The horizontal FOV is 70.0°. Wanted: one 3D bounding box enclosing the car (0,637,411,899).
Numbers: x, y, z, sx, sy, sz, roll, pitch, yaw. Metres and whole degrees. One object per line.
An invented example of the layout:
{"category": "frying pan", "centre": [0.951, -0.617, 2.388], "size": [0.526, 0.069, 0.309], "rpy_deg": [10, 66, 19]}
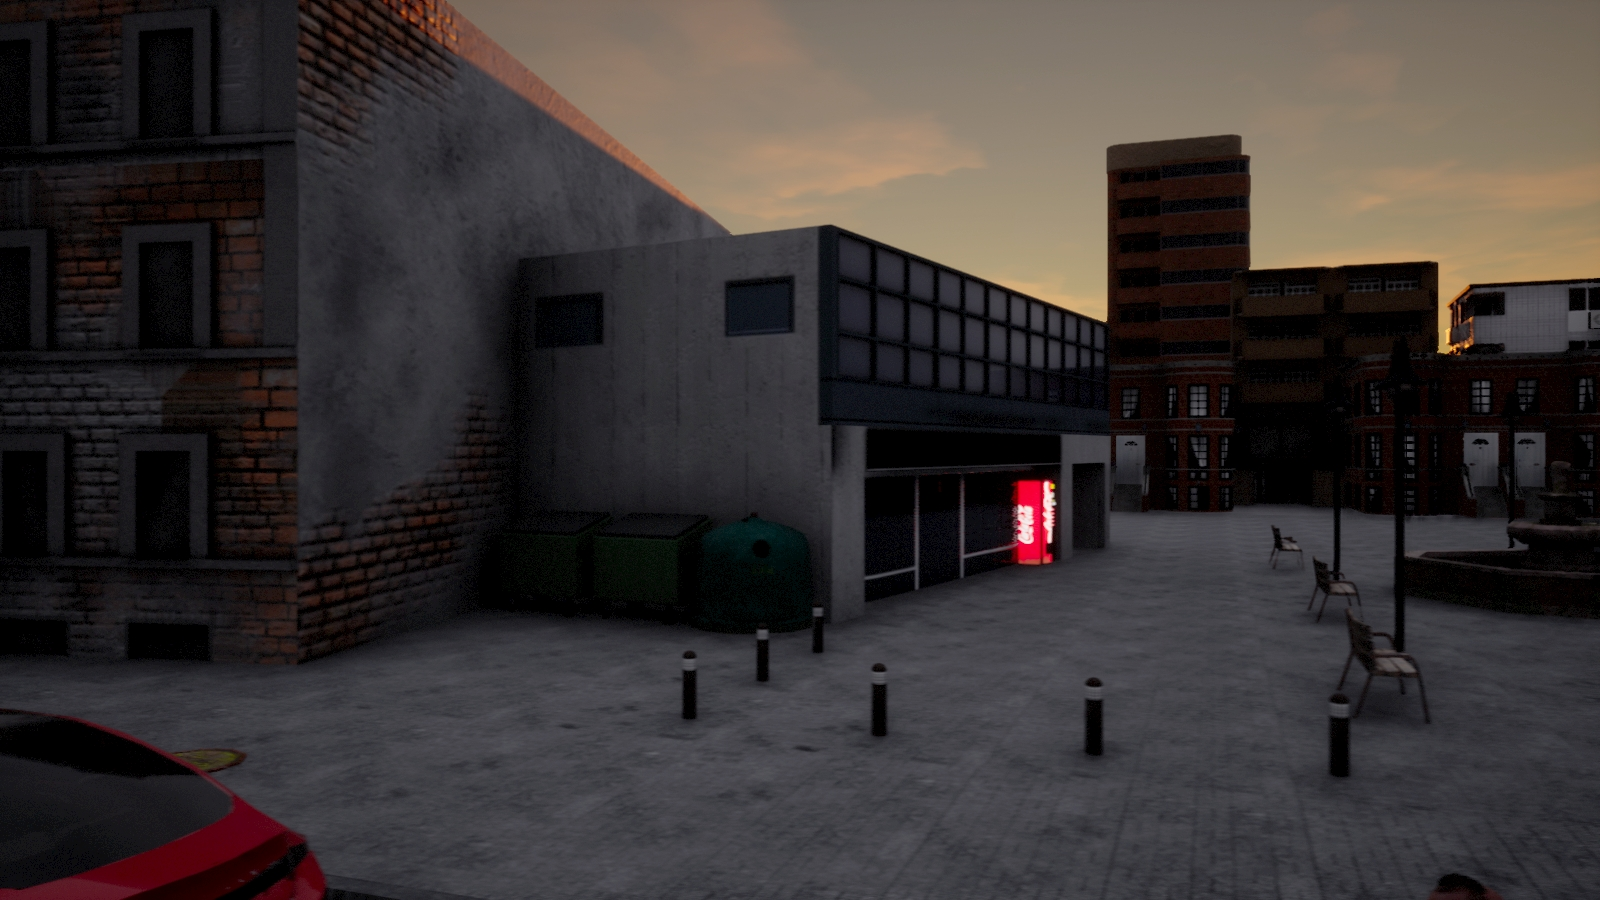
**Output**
{"category": "car", "centre": [-4.628, 1.841, 5.508], "size": [4.892, 1.480, 2.231], "rpy_deg": [0, 0, 20]}
